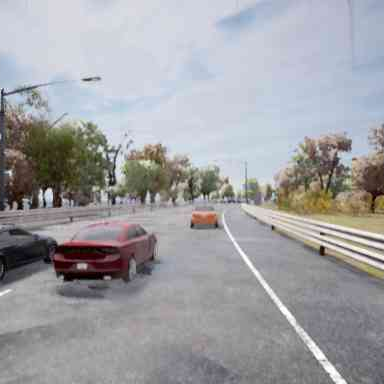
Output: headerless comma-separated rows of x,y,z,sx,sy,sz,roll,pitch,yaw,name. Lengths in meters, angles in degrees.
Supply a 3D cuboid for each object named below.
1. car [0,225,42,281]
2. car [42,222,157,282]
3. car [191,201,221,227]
-5.923,1.735,10.206,1.812,1.442,4.674,-1,-1,6,car
-2.385,1.667,10.418,1.882,1.535,5.008,-1,-1,6,car
1.044,1.819,26.798,2.097,1.767,4.553,0,-1,4,car
